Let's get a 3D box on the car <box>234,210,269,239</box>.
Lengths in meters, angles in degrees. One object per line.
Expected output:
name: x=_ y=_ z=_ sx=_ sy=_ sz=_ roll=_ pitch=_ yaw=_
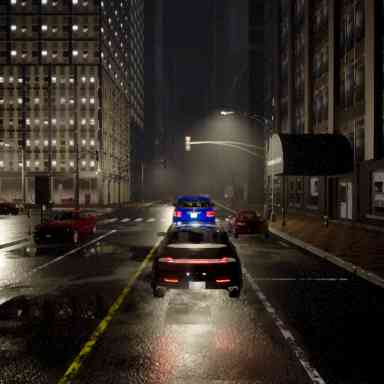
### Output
car: x=2.818 y=1.579 z=17.098 sx=1.802 sy=1.307 sz=4.206 roll=0 pitch=0 yaw=0

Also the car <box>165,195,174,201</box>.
car: x=-5.676 y=1.538 z=83.481 sx=1.947 sy=1.339 sz=4.313 roll=0 pitch=0 yaw=0

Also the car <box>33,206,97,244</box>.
car: x=-5.822 y=1.542 z=15.724 sx=1.887 sy=1.381 sz=4.507 roll=0 pitch=0 yaw=0

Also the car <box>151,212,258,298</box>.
car: x=0.101 y=1.490 z=8.498 sx=2.128 sy=1.511 sz=4.902 roll=0 pitch=0 yaw=0

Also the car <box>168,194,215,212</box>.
car: x=0.093 y=1.218 z=18.417 sx=2.150 sy=2.045 sz=5.566 roll=0 pitch=0 yaw=0

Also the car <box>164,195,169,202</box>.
car: x=-5.677 y=1.521 z=77.784 sx=1.887 sy=1.381 sz=4.507 roll=0 pitch=0 yaw=0

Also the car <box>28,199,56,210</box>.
car: x=-18.514 y=1.497 z=39.448 sx=4.403 sy=1.369 sz=2.008 roll=0 pitch=0 yaw=1

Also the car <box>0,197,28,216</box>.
car: x=-18.602 y=1.306 z=31.066 sx=5.009 sy=1.841 sz=2.192 roll=0 pitch=0 yaw=1

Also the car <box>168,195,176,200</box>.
car: x=-5.673 y=1.529 z=94.874 sx=1.947 sy=1.339 sz=4.313 roll=0 pitch=0 yaw=0

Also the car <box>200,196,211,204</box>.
car: x=2.700 y=1.533 z=66.388 sx=2.008 sy=1.369 sz=4.403 roll=0 pitch=0 yaw=0

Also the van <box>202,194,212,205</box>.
van: x=2.698 y=1.326 z=60.691 sx=1.690 sy=1.788 sz=3.998 roll=0 pitch=0 yaw=0

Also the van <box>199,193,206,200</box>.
van: x=2.705 y=1.309 z=89.175 sx=1.690 sy=1.788 sz=3.998 roll=0 pitch=0 yaw=0
